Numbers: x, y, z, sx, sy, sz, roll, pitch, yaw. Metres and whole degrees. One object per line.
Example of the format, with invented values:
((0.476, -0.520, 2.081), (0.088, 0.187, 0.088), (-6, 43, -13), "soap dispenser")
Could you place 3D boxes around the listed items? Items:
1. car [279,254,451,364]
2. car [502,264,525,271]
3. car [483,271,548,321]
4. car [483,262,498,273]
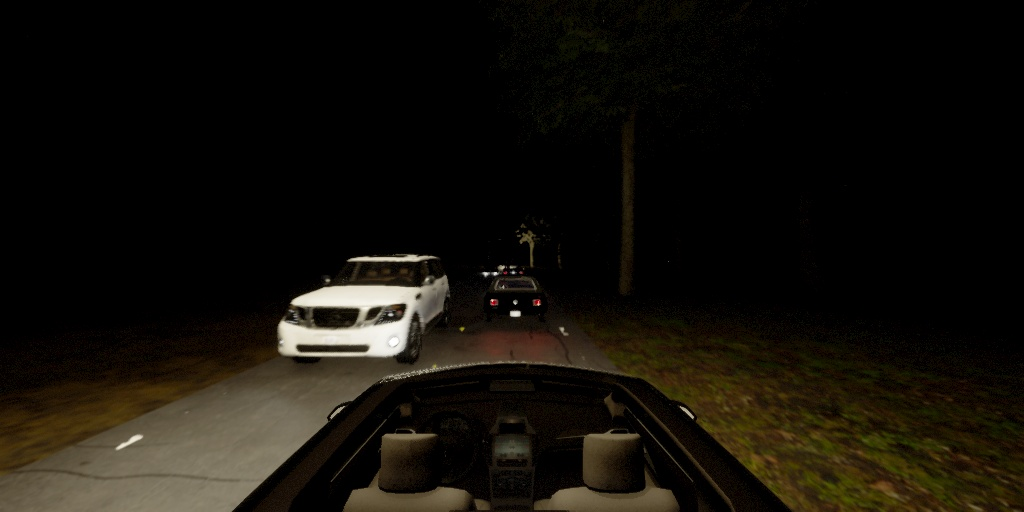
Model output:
((-2.851, 0.972, 8.424), (2.150, 2.045, 5.566), (0, 0, 0), "car")
((0.101, 1.368, 30.481), (2.033, 1.411, 5.357), (0, 0, 0), "car")
((0.100, 1.355, 12.403), (1.895, 1.301, 4.718), (0, 0, 0), "car")
((-2.825, 1.526, 48.685), (2.033, 1.411, 5.357), (0, -1, 0), "car")
